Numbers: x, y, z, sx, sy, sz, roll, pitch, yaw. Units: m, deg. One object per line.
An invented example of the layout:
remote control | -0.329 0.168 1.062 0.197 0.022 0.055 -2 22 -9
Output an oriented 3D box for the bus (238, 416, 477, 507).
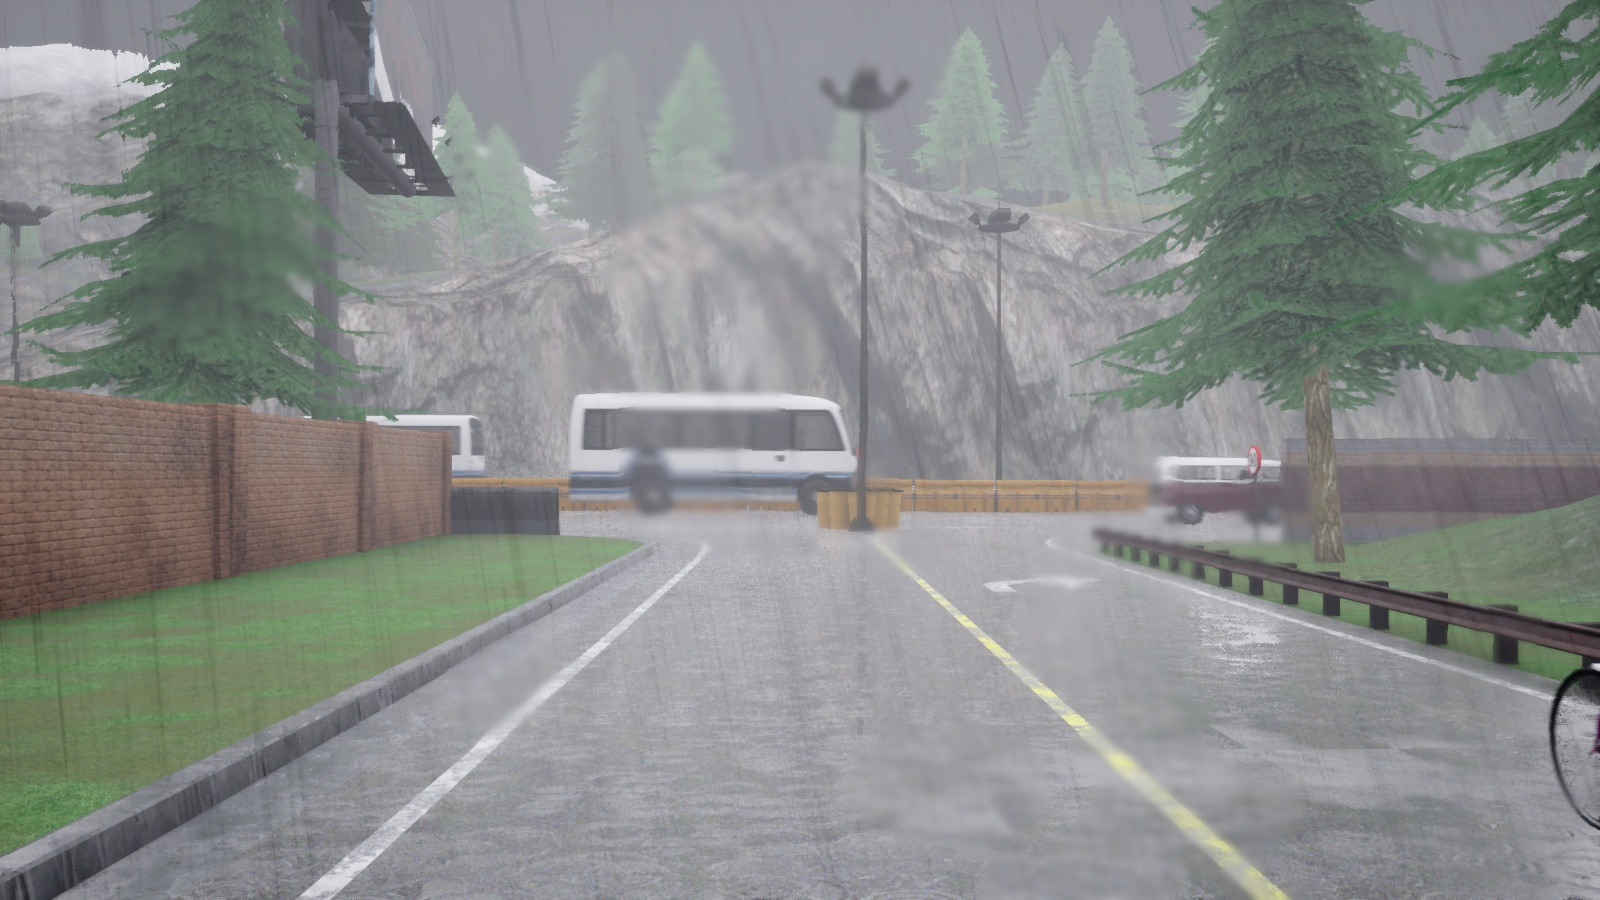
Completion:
bus | -21.468 0.573 61.493 10.273 4.253 3.944 0 -1 -1

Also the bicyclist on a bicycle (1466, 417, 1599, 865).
bicyclist on a bicycle | 3.494 0.755 5.021 0.659 1.776 1.843 0 -1 0

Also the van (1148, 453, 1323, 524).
van | 12.941 1.137 37.556 4.480 2.038 2.069 0 -1 -1

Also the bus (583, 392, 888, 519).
bus | -2.203 0.209 44.318 10.273 4.253 3.944 0 -1 -1
